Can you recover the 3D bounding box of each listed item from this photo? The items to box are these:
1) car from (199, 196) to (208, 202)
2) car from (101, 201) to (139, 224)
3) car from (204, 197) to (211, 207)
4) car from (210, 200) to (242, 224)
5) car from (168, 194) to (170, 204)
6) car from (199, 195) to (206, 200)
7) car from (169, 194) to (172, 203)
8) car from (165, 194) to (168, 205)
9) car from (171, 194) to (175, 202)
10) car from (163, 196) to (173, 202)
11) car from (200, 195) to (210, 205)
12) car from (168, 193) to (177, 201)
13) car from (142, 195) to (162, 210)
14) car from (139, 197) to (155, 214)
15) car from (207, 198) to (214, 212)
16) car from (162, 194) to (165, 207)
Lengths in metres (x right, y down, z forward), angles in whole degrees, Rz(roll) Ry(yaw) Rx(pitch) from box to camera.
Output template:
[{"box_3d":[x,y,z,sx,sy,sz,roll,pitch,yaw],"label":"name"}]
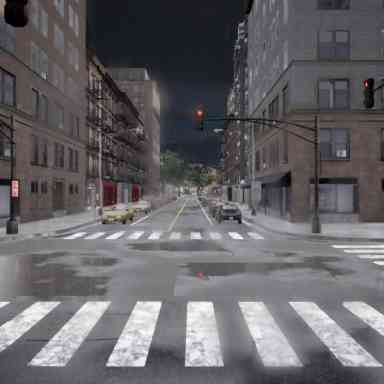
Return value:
[{"box_3d":[2.705,1.556,79.520,1.887,1.381,4.507,0,0,0],"label":"car"},{"box_3d":[-5.396,1.526,24.537,1.752,1.417,4.829,0,0,0],"label":"car"},{"box_3d":[2.667,1.554,35.664,2.008,1.369,4.403,0,0,0],"label":"car"},{"box_3d":[2.658,1.552,24.700,2.008,1.369,4.403,0,0,0],"label":"car"},{"box_3d":[-5.356,1.557,57.599,2.008,1.369,4.403,0,0,0],"label":"car"},{"box_3d":[2.714,1.597,90.484,1.802,1.307,4.206,0,0,0],"label":"car"},{"box_3d":[-5.349,1.573,63.081,1.947,1.339,4.313,0,0,0],"label":"car"},{"box_3d":[-5.362,1.446,52.117,1.967,1.590,4.097,0,0,0],"label":"car"},{"box_3d":[-5.342,1.324,68.563,2.192,1.841,5.009,0,0,0],"label":"car"},{"box_3d":[-5.336,1.535,73.875,1.752,1.417,4.829,0,0,0],"label":"car"},{"box_3d":[2.681,1.556,52.109,2.008,1.369,4.403,0,0,0],"label":"car"},{"box_3d":[-5.315,1.329,90.491,2.192,1.841,5.009,0,0,0],"label":"car"},{"box_3d":[-5.375,1.319,41.153,2.192,1.841,5.009,0,0,0],"label":"car"},{"box_3d":[-5.382,1.528,35.500,1.752,1.417,4.829,0,0,0],"label":"car"},{"box_3d":[2.662,1.547,30.182,1.887,1.381,4.507,0,0,0],"label":"car"},{"box_3d":[-5.369,1.445,46.635,1.967,1.590,4.097,0,0,0],"label":"car"}]
